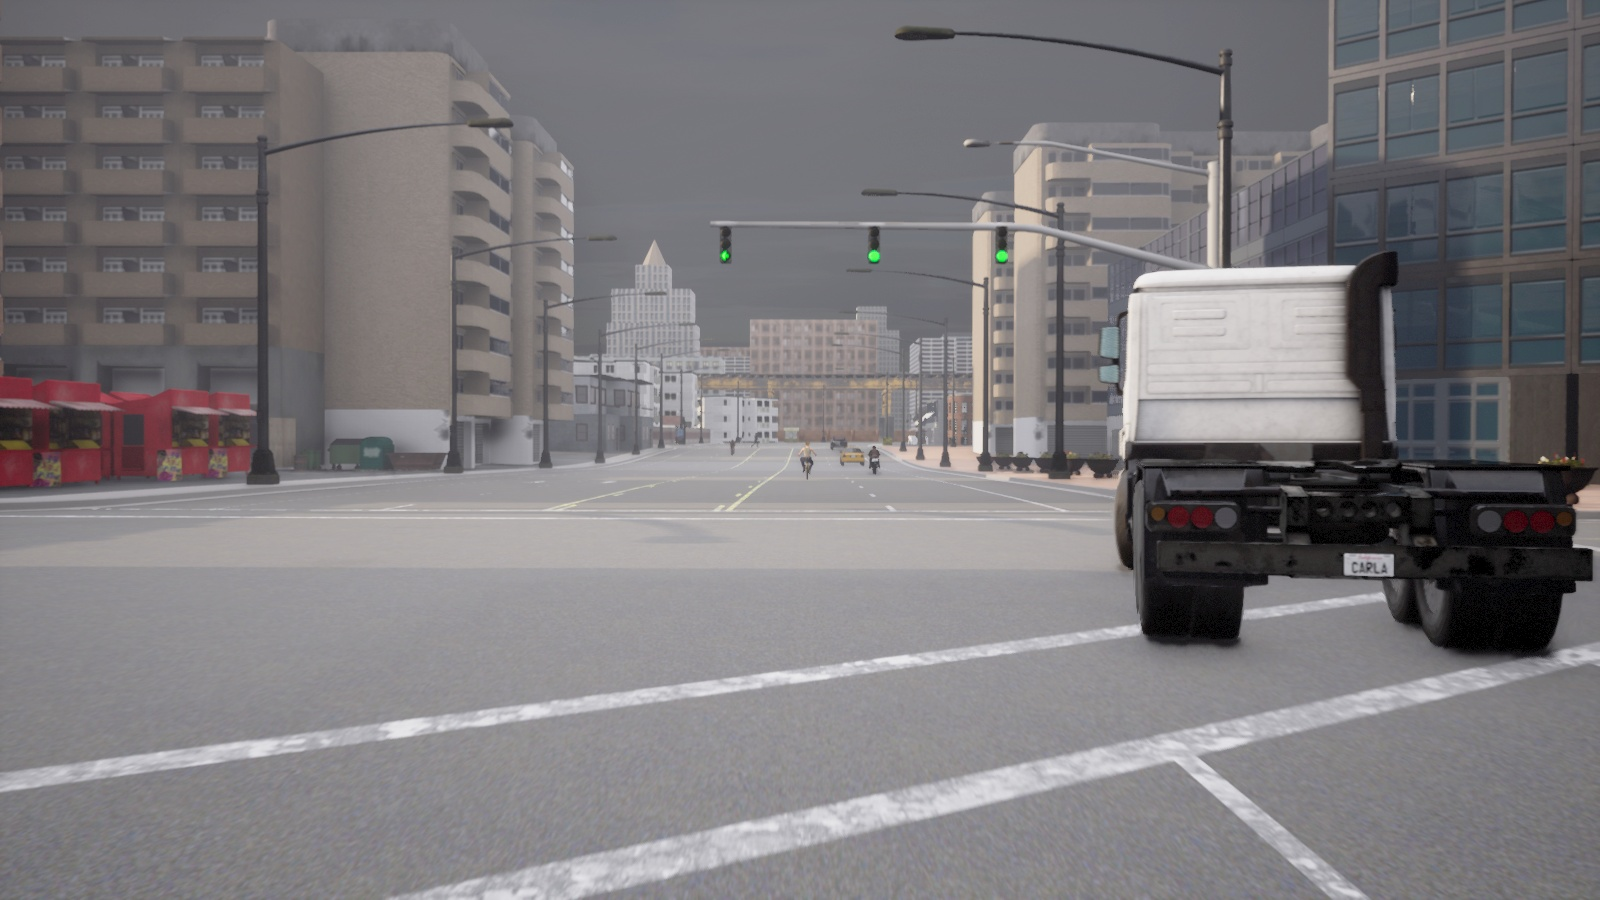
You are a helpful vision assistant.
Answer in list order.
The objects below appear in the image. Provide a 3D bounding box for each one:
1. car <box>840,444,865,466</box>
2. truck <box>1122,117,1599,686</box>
[{"bbox_3d":[4.081,0.368,98.122,1.801,1.575,5.366,0,1,0],"label":"car"},{"bbox_3d":[4.564,-0.333,11.802,2.891,3.462,7.936,0,1,14],"label":"truck"}]
